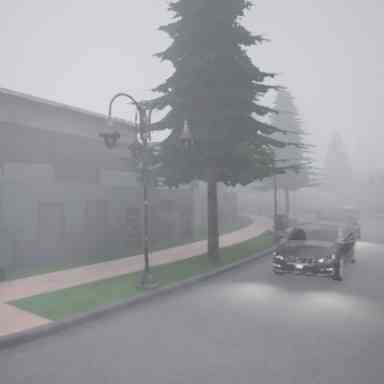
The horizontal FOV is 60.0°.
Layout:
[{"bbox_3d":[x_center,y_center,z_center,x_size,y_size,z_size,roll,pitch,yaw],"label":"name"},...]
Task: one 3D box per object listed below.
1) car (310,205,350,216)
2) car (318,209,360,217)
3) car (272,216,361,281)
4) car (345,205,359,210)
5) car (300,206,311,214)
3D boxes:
[{"bbox_3d":[12.155,2.151,29.641,2.033,1.411,5.357,-2,-2,14],"label":"car"},{"bbox_3d":[8.733,1.952,19.600,1.994,1.385,4.181,-2,-2,23],"label":"car"},{"bbox_3d":[4.109,1.736,10.796,1.837,1.490,4.892,-2,-2,32],"label":"car"},{"bbox_3d":[17.109,2.202,37.436,1.882,1.535,5.008,-1,-2,5],"label":"car"},{"bbox_3d":[17.338,2.620,47.955,1.895,1.301,4.718,-1,-2,-5],"label":"car"}]
